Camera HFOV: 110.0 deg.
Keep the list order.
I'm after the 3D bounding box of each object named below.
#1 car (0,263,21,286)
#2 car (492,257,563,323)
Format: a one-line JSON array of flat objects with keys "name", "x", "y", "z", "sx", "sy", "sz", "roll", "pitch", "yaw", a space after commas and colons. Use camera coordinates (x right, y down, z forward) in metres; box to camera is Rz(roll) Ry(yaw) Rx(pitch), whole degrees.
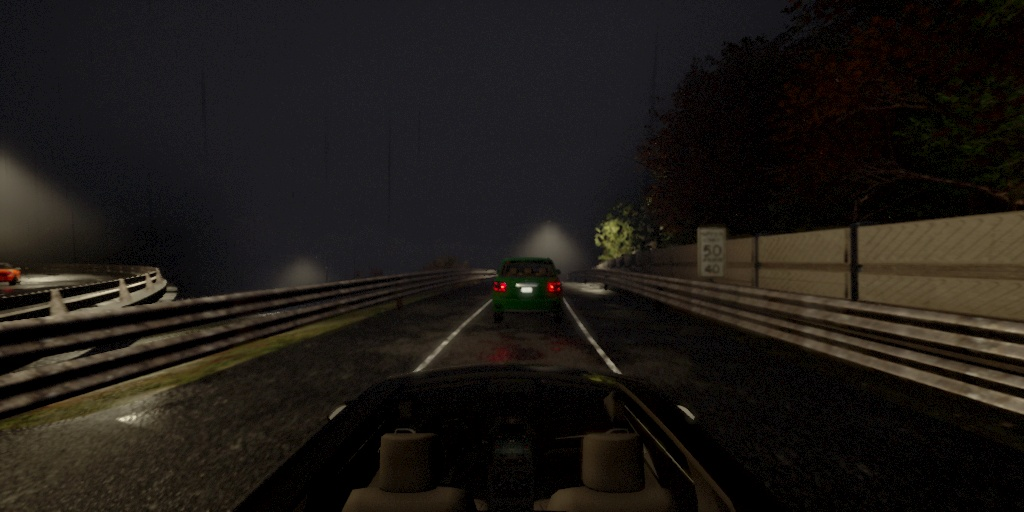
[{"name": "car", "x": -38.069, "y": 1.274, "z": 26.397, "sx": 4.553, "sy": 1.767, "sz": 2.097, "roll": 0, "pitch": -1, "yaw": 40}, {"name": "car", "x": 0.587, "y": 1.064, "z": 12.805, "sx": 2.150, "sy": 2.045, "sz": 5.566, "roll": 0, "pitch": 0, "yaw": 3}]
